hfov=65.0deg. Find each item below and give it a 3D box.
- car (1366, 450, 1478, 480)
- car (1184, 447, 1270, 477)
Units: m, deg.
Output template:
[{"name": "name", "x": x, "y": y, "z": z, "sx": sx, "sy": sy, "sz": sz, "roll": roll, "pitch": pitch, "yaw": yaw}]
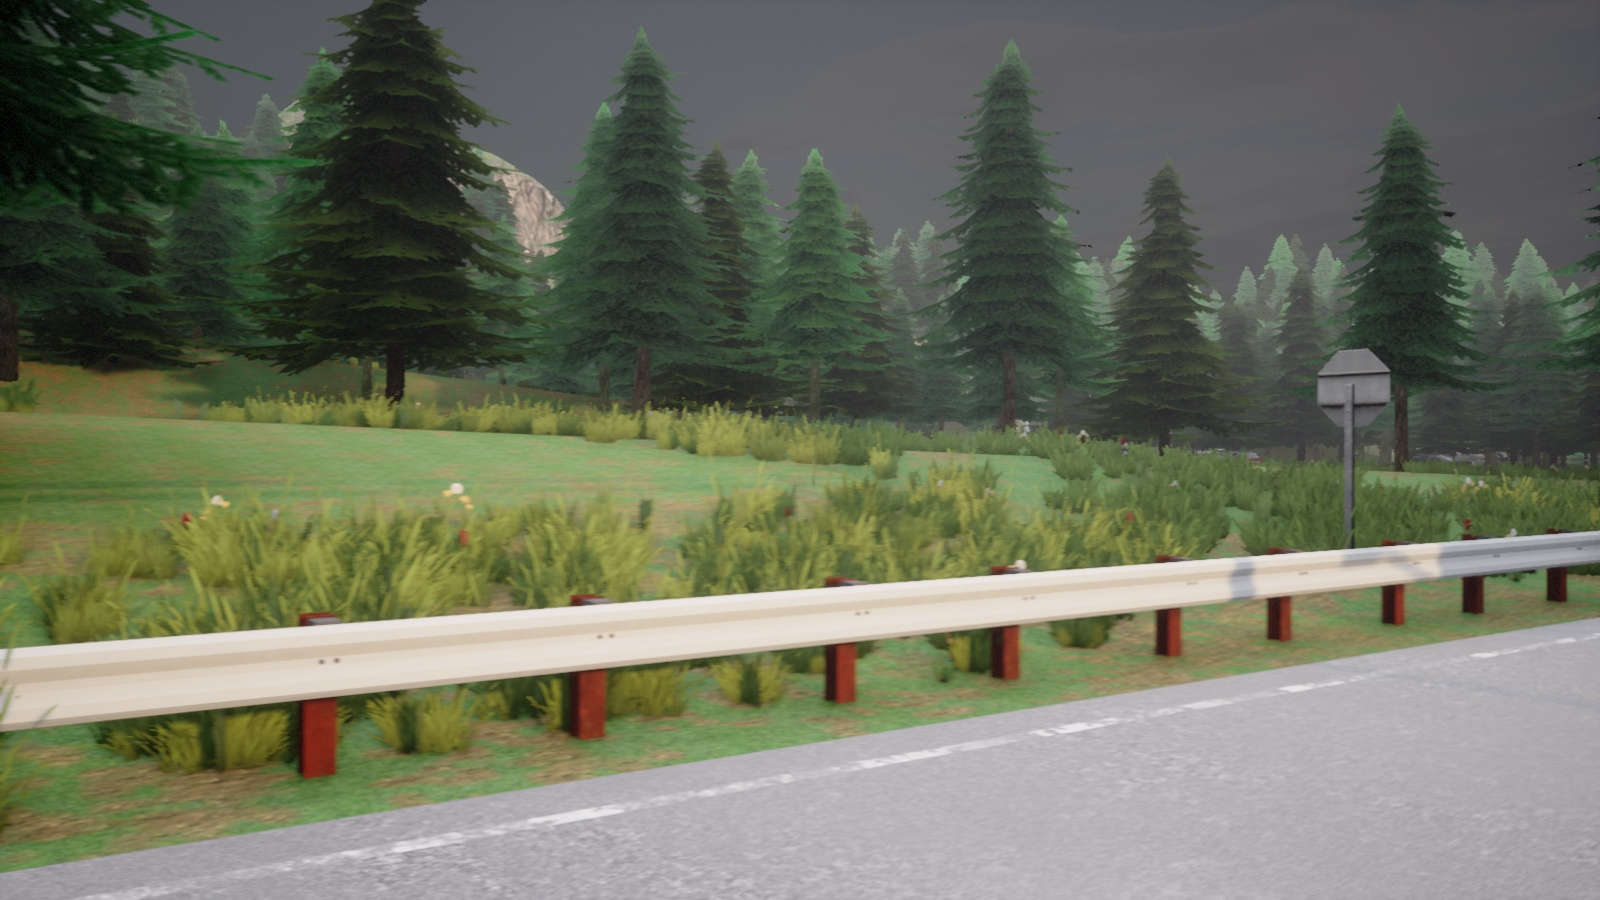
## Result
[{"name": "car", "x": 32.698, "y": 0.785, "z": 66.155, "sx": 1.882, "sy": 1.535, "sz": 5.008, "roll": 0, "pitch": 0, "yaw": -35}, {"name": "car", "x": 25.847, "y": 0.705, "z": 76.120, "sx": 2.097, "sy": 1.767, "sz": 4.553, "roll": 0, "pitch": 0, "yaw": -34}]
